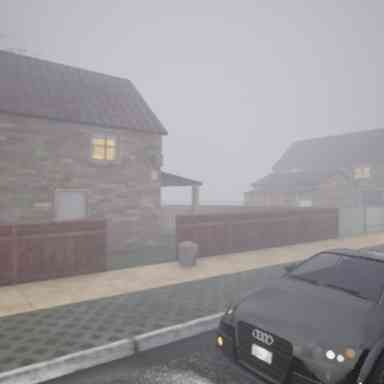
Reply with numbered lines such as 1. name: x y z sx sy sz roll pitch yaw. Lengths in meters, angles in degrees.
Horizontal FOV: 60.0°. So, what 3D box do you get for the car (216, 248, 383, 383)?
1. car: 2.378 1.565 4.759 4.181 1.385 1.994 0 0 -35
